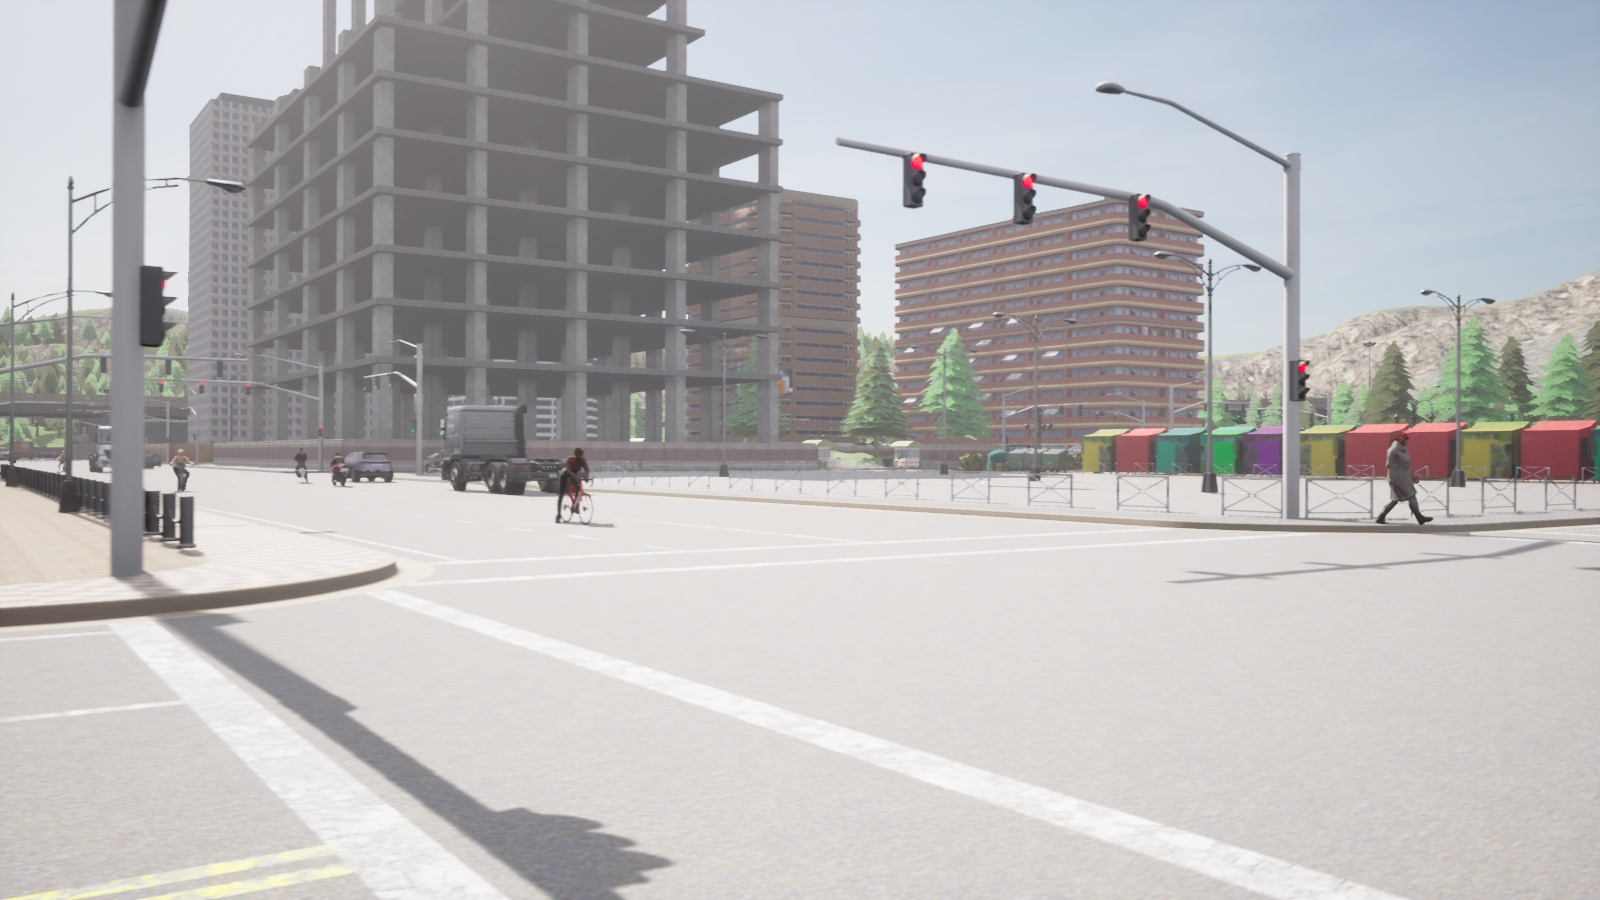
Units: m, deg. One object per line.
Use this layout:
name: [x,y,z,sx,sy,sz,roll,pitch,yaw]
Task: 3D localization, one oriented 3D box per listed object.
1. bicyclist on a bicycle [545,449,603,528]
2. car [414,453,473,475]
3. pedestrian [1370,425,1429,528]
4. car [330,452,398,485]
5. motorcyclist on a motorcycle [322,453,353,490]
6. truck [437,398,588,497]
bicyclist on a bicycle: [-4.803,0.792,26.616,0.582,1.620,1.656,0,0,-35]
car: [-25.732,0.996,90.550,3.705,1.549,1.789,0,0,-35]
pedestrian: [11.682,0.507,24.469,0.873,1.952,0.659,0,0,43]
car: [-22.297,0.911,64.137,2.033,1.649,4.856,0,0,-35]
motorcyclist on a motorcycle: [-20.298,0.933,55.111,0.797,1.523,2.044,0,1,-35]
truck: [-11.156,-0.065,48.069,2.891,3.462,7.936,0,0,-35]
